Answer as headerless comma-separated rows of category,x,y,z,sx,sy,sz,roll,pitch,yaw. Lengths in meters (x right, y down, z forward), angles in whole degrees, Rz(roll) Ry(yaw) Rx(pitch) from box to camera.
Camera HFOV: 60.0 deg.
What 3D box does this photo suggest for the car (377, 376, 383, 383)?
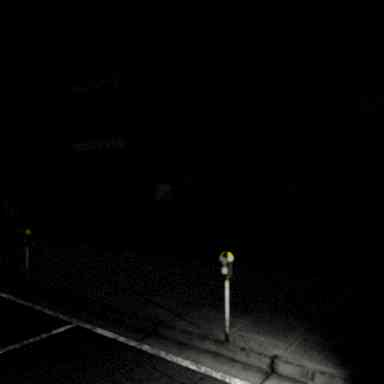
car,3.163,1.486,0.954,4.892,1.490,1.837,-1,0,36
